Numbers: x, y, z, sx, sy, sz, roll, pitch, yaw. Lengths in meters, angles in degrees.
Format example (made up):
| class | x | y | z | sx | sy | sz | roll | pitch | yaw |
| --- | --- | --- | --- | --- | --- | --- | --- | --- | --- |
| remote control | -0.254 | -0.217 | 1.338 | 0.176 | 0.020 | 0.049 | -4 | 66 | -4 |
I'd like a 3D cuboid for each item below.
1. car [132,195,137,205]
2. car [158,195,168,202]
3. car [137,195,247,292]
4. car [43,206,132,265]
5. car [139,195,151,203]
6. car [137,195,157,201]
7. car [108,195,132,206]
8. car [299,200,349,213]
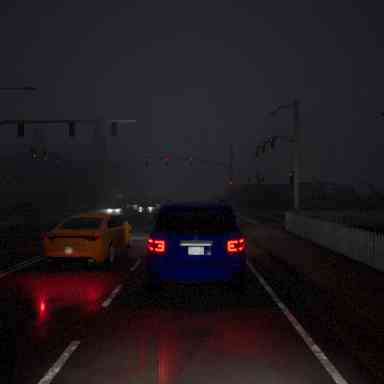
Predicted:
| class | x | y | z | sx | sy | sz | roll | pitch | yaw |
| --- | --- | --- | --- | --- | --- | --- | --- | --- | --- |
| car | -10.406 | 1.355 | 57.910 | 2.097 | 1.767 | 4.553 | 0 | 0 | 0 |
| car | -6.768 | 1.524 | 78.252 | 1.812 | 1.442 | 4.674 | 0 | 0 | 0 |
| car | 0.089 | 1.221 | 9.061 | 2.150 | 2.045 | 5.566 | 0 | 0 | 0 |
| car | -3.389 | 1.478 | 11.686 | 1.882 | 1.535 | 5.008 | 0 | 0 | 0 |
| car | -10.284 | 1.478 | 72.846 | 1.882 | 1.535 | 5.008 | 0 | 0 | 0 |
| car | -6.927 | 1.526 | 51.649 | 1.812 | 1.442 | 4.674 | 0 | 0 | 0 |
| car | -10.454 | 1.491 | 47.050 | 2.128 | 1.511 | 4.902 | 0 | 0 | 0 |
| car | 14.083 | 1.547 | 36.181 | 5.357 | 1.411 | 2.033 | 0 | 0 | -1 |
